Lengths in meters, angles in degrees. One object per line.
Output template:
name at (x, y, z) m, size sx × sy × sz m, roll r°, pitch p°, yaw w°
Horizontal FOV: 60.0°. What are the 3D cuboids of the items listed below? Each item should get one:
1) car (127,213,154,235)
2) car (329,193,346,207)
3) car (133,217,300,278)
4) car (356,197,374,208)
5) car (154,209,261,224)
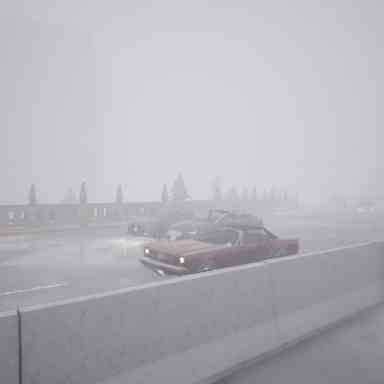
car at (-1.136, 1.564, 16.840) m, size 4.181 × 1.385 × 1.994 m, roll 0°, pitch 0°, yaw -42°
car at (23.219, 1.223, 53.206) m, size 2.150 × 2.045 × 5.566 m, roll 0°, pitch 0°, yaw 19°
car at (0.956, 1.601, 9.369) m, size 4.718 × 1.301 × 1.895 m, roll 0°, pitch 0°, yaw -40°
car at (25.133, 1.477, 48.417) m, size 1.882 × 1.535 × 5.008 m, roll 0°, pitch 0°, yaw 21°
car at (1.125, 1.491, 14.165) m, size 4.902 × 1.511 × 2.128 m, roll 0°, pitch 0°, yaw -42°
